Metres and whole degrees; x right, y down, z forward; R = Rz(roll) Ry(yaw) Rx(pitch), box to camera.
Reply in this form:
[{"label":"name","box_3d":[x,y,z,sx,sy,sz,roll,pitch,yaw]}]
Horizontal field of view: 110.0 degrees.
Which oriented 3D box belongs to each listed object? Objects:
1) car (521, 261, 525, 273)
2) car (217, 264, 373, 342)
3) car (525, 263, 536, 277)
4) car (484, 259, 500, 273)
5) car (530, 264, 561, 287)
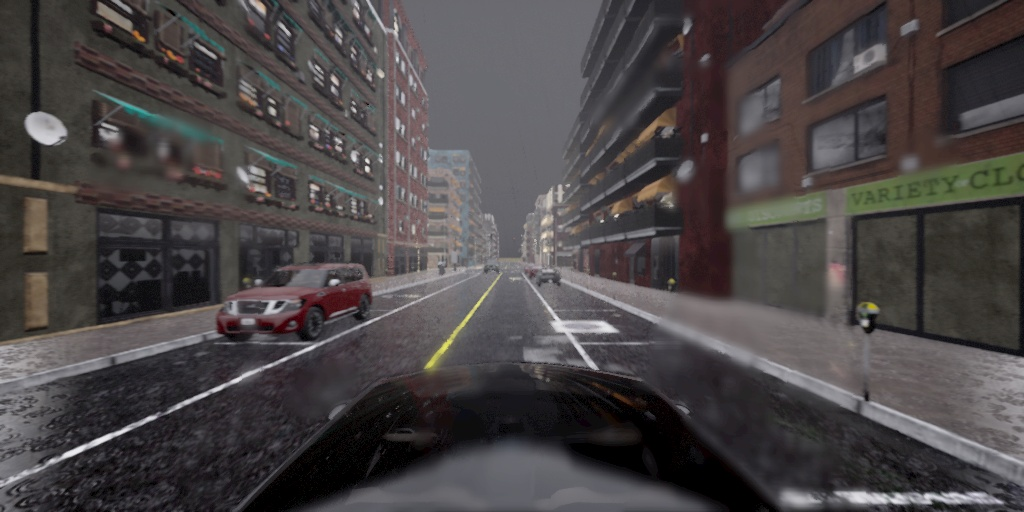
[{"label":"car","box_3d":[2.690,1.670,50.067,1.967,1.591,4.097,0,0,0]},{"label":"car","box_3d":[-5.691,1.148,10.280,2.192,1.841,5.009,0,0,0]},{"label":"car","box_3d":[2.690,1.660,38.698,1.888,1.381,4.507,0,0,0]},{"label":"car","box_3d":[-3.011,1.498,54.120,2.150,2.045,5.566,0,-1,0]},{"label":"car","box_3d":[2.690,1.551,27.329,2.007,1.370,4.403,0,0,0]}]
